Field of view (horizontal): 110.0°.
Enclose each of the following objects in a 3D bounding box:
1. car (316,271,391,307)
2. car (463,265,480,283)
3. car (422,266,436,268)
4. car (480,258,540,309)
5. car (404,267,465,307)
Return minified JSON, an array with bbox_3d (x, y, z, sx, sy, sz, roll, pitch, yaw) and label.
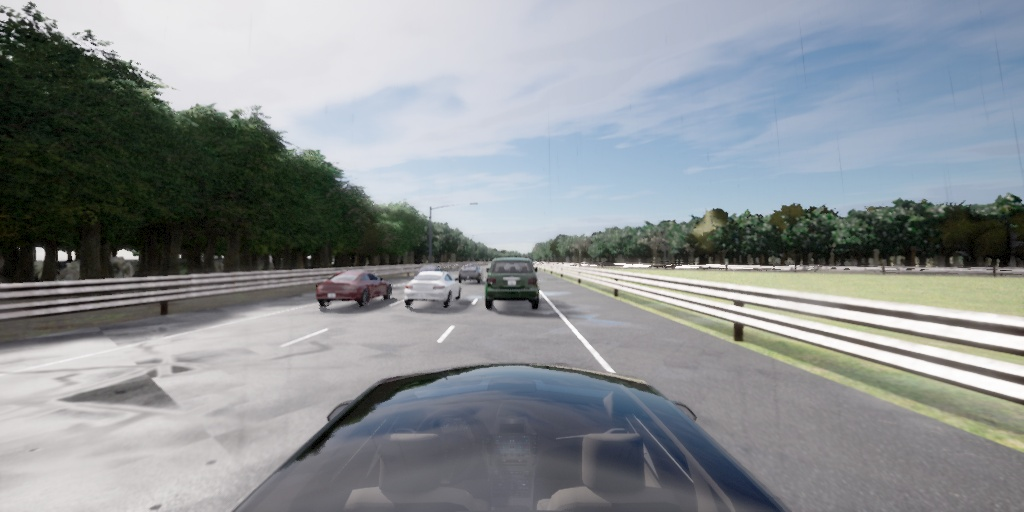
[{"bbox_3d":[-6.995,1.400,16.226,1.812,1.442,4.674,0,-1,0],"label":"car"},{"bbox_3d":[-3.502,1.542,31.143,2.128,1.511,4.902,0,-1,0],"label":"car"},{"bbox_3d":[-7.006,1.593,30.841,2.033,1.411,5.357,0,-1,0],"label":"car"},{"bbox_3d":[-0.002,1.107,15.878,2.150,2.045,5.566,0,0,0],"label":"car"},{"bbox_3d":[-3.487,1.409,16.235,1.812,1.442,4.674,1,-1,0],"label":"car"}]
